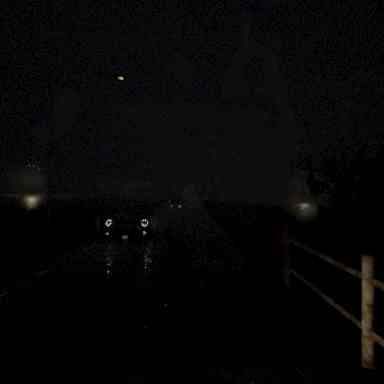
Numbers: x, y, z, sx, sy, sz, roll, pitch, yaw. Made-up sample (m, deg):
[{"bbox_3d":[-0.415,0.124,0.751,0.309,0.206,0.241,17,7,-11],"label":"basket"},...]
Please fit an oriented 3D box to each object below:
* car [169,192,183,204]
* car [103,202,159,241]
[{"bbox_3d":[-2.798,1.055,58.292,2.150,2.045,5.566,0,0,1],"label":"car"},{"bbox_3d":[-2.851,1.333,16.405,2.097,1.767,4.553,0,0,0],"label":"car"}]
